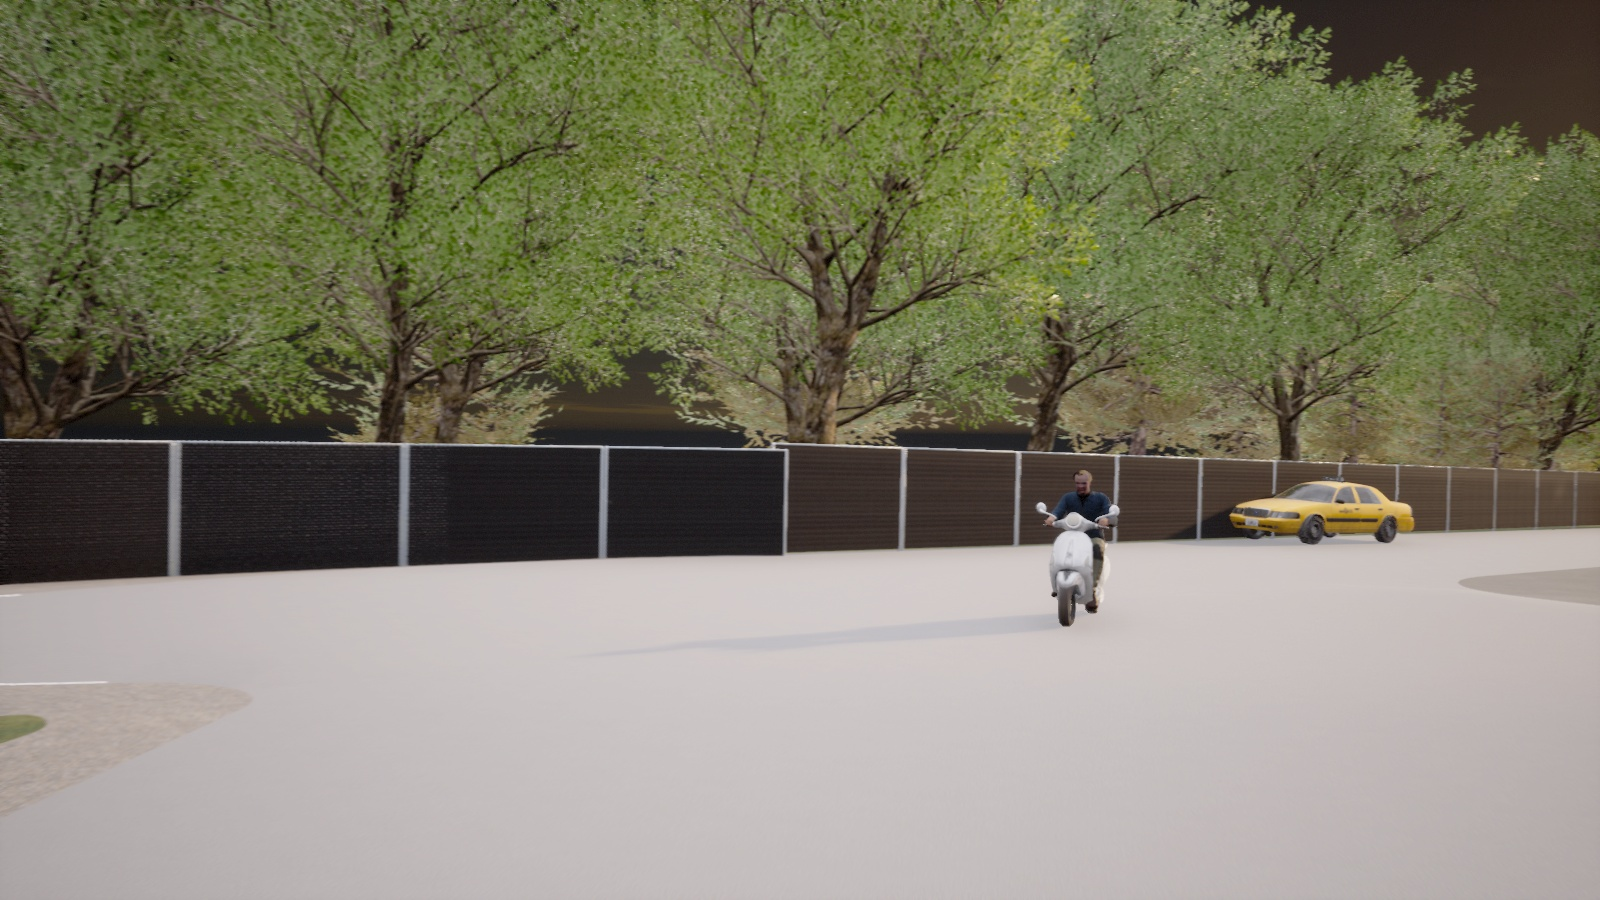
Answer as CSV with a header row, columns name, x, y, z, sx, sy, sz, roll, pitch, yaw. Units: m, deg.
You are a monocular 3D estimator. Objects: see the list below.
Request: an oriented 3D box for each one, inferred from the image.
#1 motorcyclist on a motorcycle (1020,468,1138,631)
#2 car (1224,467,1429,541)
name,x,y,z,sx,sy,sz,roll,pitch,yaw
motorcyclist on a motorcycle,2.989,0.986,13.297,0.866,1.590,1.817,0,-1,24
car,12.837,1.305,30.490,5.366,1.575,1.801,2,1,-33
